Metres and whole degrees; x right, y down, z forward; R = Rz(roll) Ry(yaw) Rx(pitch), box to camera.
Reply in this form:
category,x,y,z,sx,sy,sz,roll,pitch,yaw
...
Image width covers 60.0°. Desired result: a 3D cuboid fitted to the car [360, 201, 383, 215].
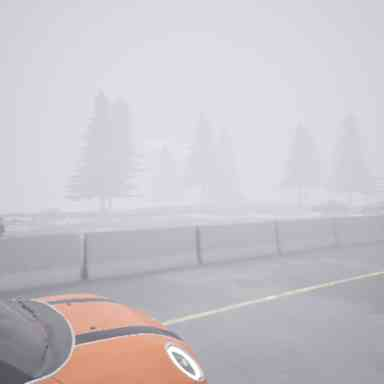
category,x,y,z,sx,sy,sz,roll,pitch,yaw
car,19.292,1.622,33.968,4.181,1.385,1.994,0,0,-22

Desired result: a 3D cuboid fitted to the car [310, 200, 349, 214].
category,x,y,z,sx,sy,sz,roll,pitch,yaw
car,14.811,1.602,35.862,4.181,1.385,1.994,0,0,-23

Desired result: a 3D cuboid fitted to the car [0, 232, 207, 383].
category,x,y,z,sx,sy,sz,roll,pitch,yaw
car,-2.041,1.340,2.181,4.553,1.767,2.097,0,0,-36

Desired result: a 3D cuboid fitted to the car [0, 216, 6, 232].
category,x,y,z,sx,sy,sz,roll,pitch,yaw
car,-10.416,1.449,13.630,4.892,1.490,1.837,0,0,-35
